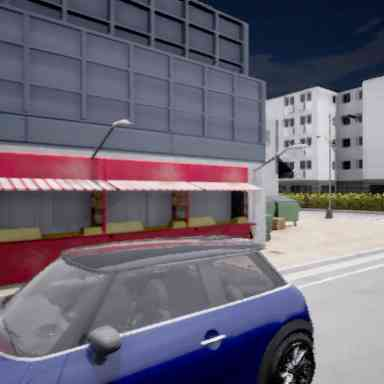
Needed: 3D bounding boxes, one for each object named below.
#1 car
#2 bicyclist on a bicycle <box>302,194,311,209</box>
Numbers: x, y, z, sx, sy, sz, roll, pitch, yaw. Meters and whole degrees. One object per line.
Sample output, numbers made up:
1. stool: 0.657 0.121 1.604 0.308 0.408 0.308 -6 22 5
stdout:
1. car: -0.827 1.350 3.393 4.553 1.767 2.097 0 0 -35
2. bicyclist on a bicycle: 12.717 1.077 36.953 1.656 1.620 0.582 0 0 -36
